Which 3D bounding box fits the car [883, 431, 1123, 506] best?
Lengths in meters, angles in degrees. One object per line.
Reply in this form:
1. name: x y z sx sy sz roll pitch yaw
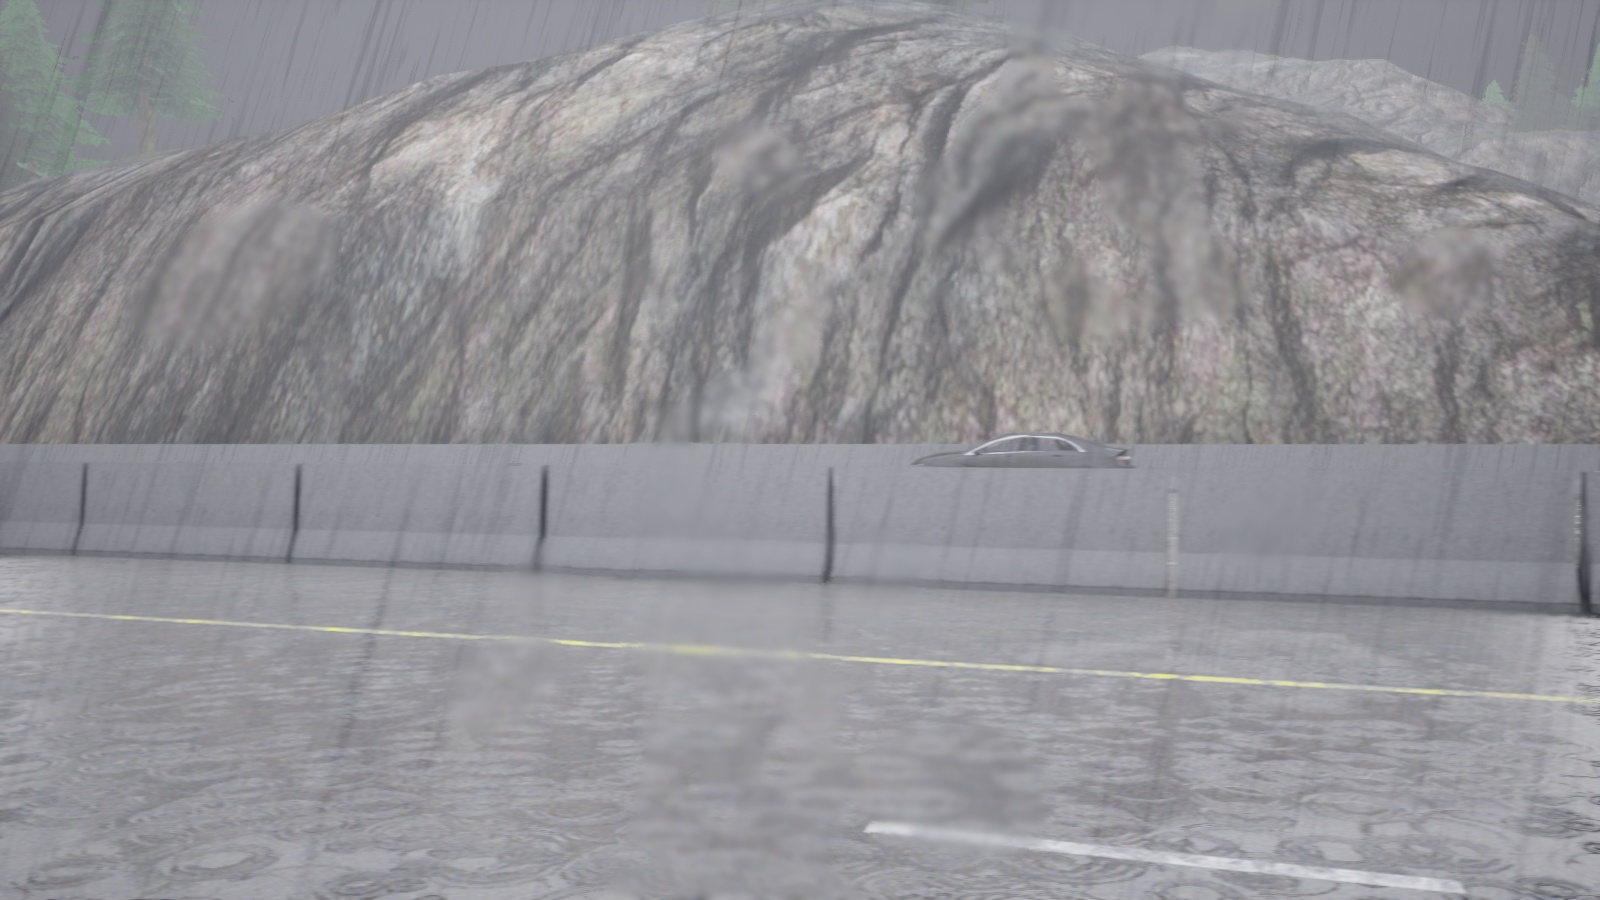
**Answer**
1. car: 4.479 0.359 27.533 4.902 1.511 2.128 1 1 19
